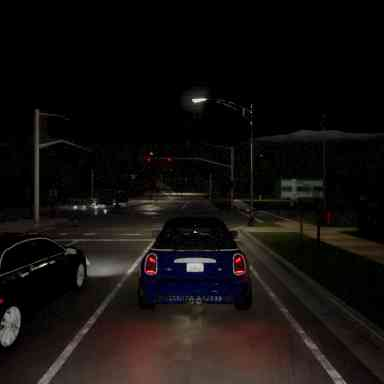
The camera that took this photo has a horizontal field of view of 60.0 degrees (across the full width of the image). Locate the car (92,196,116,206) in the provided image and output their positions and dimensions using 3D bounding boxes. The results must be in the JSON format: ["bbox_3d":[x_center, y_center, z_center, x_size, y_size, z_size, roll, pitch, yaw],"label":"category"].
[{"bbox_3d":[-14.509,1.505,55.238,1.837,1.490,4.892,0,0,1],"label":"car"}]

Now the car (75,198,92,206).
[{"bbox_3d":[-18.000,1.601,55.809,1.895,1.301,4.718,0,0,1],"label":"car"}]

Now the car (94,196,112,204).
[{"bbox_3d":[-17.757,1.492,66.577,2.128,1.511,4.902,0,0,1],"label":"car"}]

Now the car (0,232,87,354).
[{"bbox_3d":[-3.442,1.505,6.092,1.837,1.490,4.892,0,0,0],"label":"car"}]

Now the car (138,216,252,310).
[{"bbox_3d":[0.068,1.352,7.997,2.097,1.767,4.553,0,0,0],"label":"car"}]

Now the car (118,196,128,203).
[{"bbox_3d":[-14.237,1.506,67.693,1.837,1.490,4.892,0,0,1],"label":"car"}]
